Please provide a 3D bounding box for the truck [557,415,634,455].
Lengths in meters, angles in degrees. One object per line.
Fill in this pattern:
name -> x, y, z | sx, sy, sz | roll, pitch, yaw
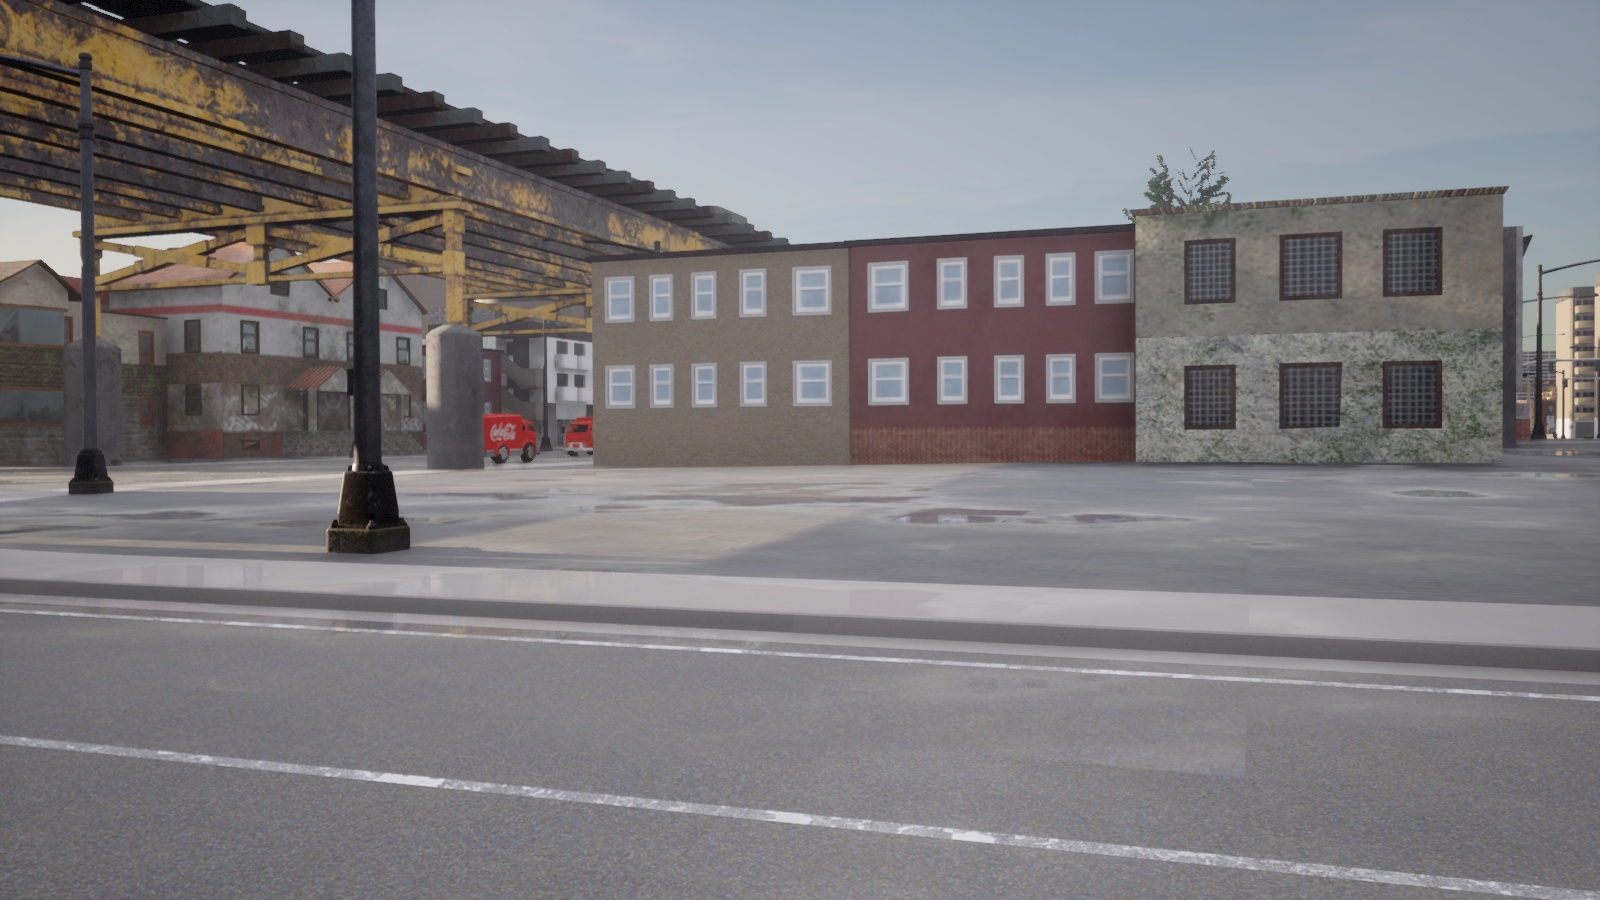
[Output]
truck -> -12.854, -0.948, 79.300 | 2.627, 2.467, 5.204 | 0, 1, 20

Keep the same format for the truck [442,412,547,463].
truck -> -15.161, -0.681, 62.680 | 2.627, 2.467, 5.204 | 1, 2, 20
